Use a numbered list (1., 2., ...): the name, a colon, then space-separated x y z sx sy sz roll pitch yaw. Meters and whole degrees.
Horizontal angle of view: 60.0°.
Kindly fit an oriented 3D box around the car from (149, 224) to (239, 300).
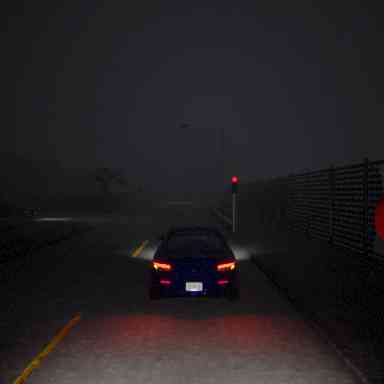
1. car: 0.058 1.526 8.244 1.812 1.442 4.674 0 0 1

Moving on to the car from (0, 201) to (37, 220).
1. car: -15.181 1.505 27.048 4.892 1.490 1.837 0 0 0
